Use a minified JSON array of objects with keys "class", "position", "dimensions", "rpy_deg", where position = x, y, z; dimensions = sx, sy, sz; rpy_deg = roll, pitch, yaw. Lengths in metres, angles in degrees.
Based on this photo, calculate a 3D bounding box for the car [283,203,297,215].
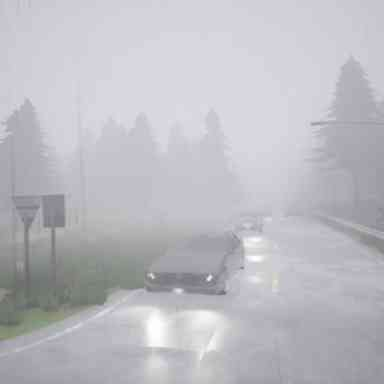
[{"class":"car","position":[14.674,2.510,49.855],"dimensions":[1.837,1.490,4.892],"rpy_deg":[-2,-2,15]}]

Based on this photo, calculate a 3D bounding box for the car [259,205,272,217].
[{"class":"car","position":[9.744,2.501,44.839],"dimensions":[1.882,1.535,5.008],"rpy_deg":[-2,-2,15]}]

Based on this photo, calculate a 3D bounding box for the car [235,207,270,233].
[{"class":"car","position":[4.227,2.092,24.002],"dimensions":[2.128,1.511,4.902],"rpy_deg":[-2,-2,15]}]

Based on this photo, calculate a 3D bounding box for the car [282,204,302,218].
[{"class":"car","position":[12.099,2.290,39.801],"dimensions":[2.128,1.511,4.902],"rpy_deg":[-2,-2,15]}]

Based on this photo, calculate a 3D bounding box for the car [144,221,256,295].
[{"class":"car","position":[0.470,1.863,9.945],"dimensions":[2.033,1.411,5.357],"rpy_deg":[-2,-2,17]}]

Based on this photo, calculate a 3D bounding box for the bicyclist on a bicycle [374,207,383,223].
[{"class":"bicyclist on a bicycle","position":[9.354,1.489,15.908],"dimensions":[1.656,1.620,0.582],"rpy_deg":[-12,-4,14]}]
